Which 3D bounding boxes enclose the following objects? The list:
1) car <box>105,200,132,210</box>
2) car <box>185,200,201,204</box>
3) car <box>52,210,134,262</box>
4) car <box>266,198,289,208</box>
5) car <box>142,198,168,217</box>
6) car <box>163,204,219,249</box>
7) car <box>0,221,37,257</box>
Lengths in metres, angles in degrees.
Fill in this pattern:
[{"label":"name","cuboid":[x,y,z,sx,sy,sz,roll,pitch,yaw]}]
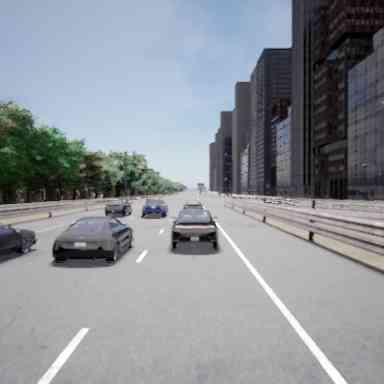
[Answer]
[{"label":"car","cuboid":[-6.887,1.499,31.476,2.128,1.511,4.902,0,0,0]},{"label":"car","cuboid":[0.114,1.499,31.463,2.128,1.511,4.902,0,0,0]},{"label":"car","cuboid":[-3.393,1.564,12.101,1.994,1.385,4.181,0,0,0]},{"label":"car","cuboid":[13.009,1.591,51.120,2.128,1.511,4.902,0,0,-16]},{"label":"car","cuboid":[-3.386,1.359,31.241,2.097,1.767,4.553,0,0,0]},{"label":"car","cuboid":[0.107,1.491,14.554,2.128,1.511,4.902,0,0,0]},{"label":"car","cuboid":[-6.893,1.547,10.388,2.033,1.411,5.357,0,0,0]}]
